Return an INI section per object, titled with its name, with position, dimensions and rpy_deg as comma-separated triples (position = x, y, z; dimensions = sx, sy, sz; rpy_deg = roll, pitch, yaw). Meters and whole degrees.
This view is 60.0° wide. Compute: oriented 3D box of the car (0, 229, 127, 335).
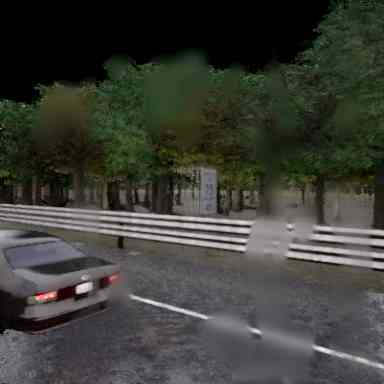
[car]
position = -3.659, 1.464, 6.504
dimensions = 5.357, 1.411, 2.033
rpy_deg = 1, 0, 36
